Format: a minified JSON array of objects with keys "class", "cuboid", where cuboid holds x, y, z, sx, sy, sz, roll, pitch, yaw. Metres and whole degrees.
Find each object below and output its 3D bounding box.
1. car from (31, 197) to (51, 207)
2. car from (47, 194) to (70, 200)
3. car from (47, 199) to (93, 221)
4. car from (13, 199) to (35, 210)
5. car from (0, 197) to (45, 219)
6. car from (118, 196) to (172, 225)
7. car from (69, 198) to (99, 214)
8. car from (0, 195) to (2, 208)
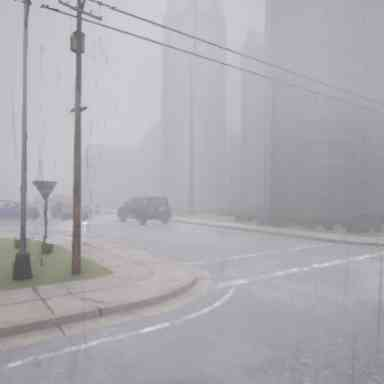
[{"class":"car","cuboid":[-24.171,1.578,53.164,1.882,1.535,5.008,1,0,-36]},{"class":"car","cuboid":[-17.856,1.327,44.650,2.150,2.045,5.566,1,0,-35]},{"class":"car","cuboid":[-10.699,1.622,28.736,2.033,1.411,5.357,1,0,-36]},{"class":"car","cuboid":[-23.401,1.666,46.197,1.895,1.301,4.718,1,0,-36]},{"class":"car","cuboid":[-15.475,1.510,28.287,4.611,1.667,2.242,1,0,-36]},{"class":"car","cuboid":[-3.687,1.341,25.437,2.150,2.045,5.566,1,0,-36]},{"class":"car","cuboid":[-11.534,1.637,36.077,1.812,1.442,4.674,1,0,-36]},{"class":"car","cuboid":[-29.688,1.332,47.880,3.866,1.878,1.905,1,0,-36]}]
